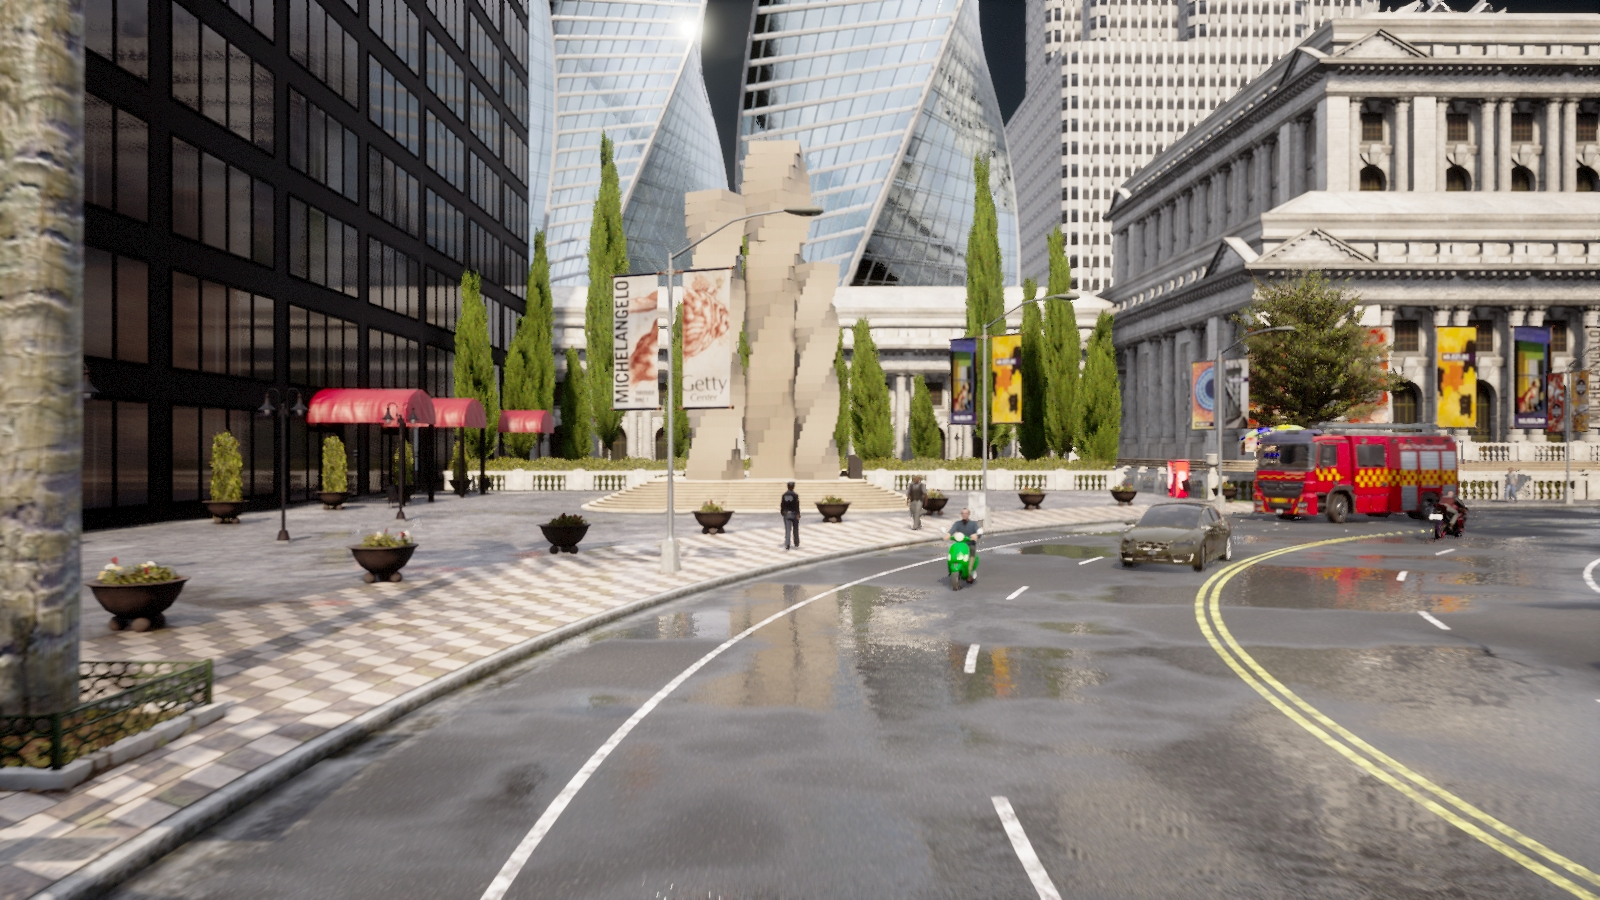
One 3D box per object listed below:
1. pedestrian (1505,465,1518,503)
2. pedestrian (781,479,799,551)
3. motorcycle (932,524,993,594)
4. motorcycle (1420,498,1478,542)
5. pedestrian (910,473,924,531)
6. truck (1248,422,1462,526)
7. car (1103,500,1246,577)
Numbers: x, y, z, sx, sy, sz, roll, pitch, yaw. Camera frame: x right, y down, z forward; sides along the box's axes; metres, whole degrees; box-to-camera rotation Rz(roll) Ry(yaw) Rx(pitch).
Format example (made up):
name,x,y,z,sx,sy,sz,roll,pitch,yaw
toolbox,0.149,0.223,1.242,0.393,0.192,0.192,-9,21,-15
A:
name,x,y,z,sx,sy,sz,roll,pitch,yaw
pedestrian,35.507,1.698,57.015,0.375,1.860,0.375,0,0,-21
pedestrian,-0.252,1.698,29.892,0.375,1.860,0.375,0,0,17
motorcycle,3.321,2.182,23.222,0.856,1.236,1.805,1,0,21
motorcycle,20.523,2.206,36.096,2.209,1.251,0.867,0,1,-40
pedestrian,3.825,1.697,37.341,0.375,1.860,0.375,0,0,23
truck,21.932,0.891,45.066,8.468,3.827,2.891,0,0,-25
car,9.224,2.061,27.840,2.231,1.480,4.892,0,0,32
